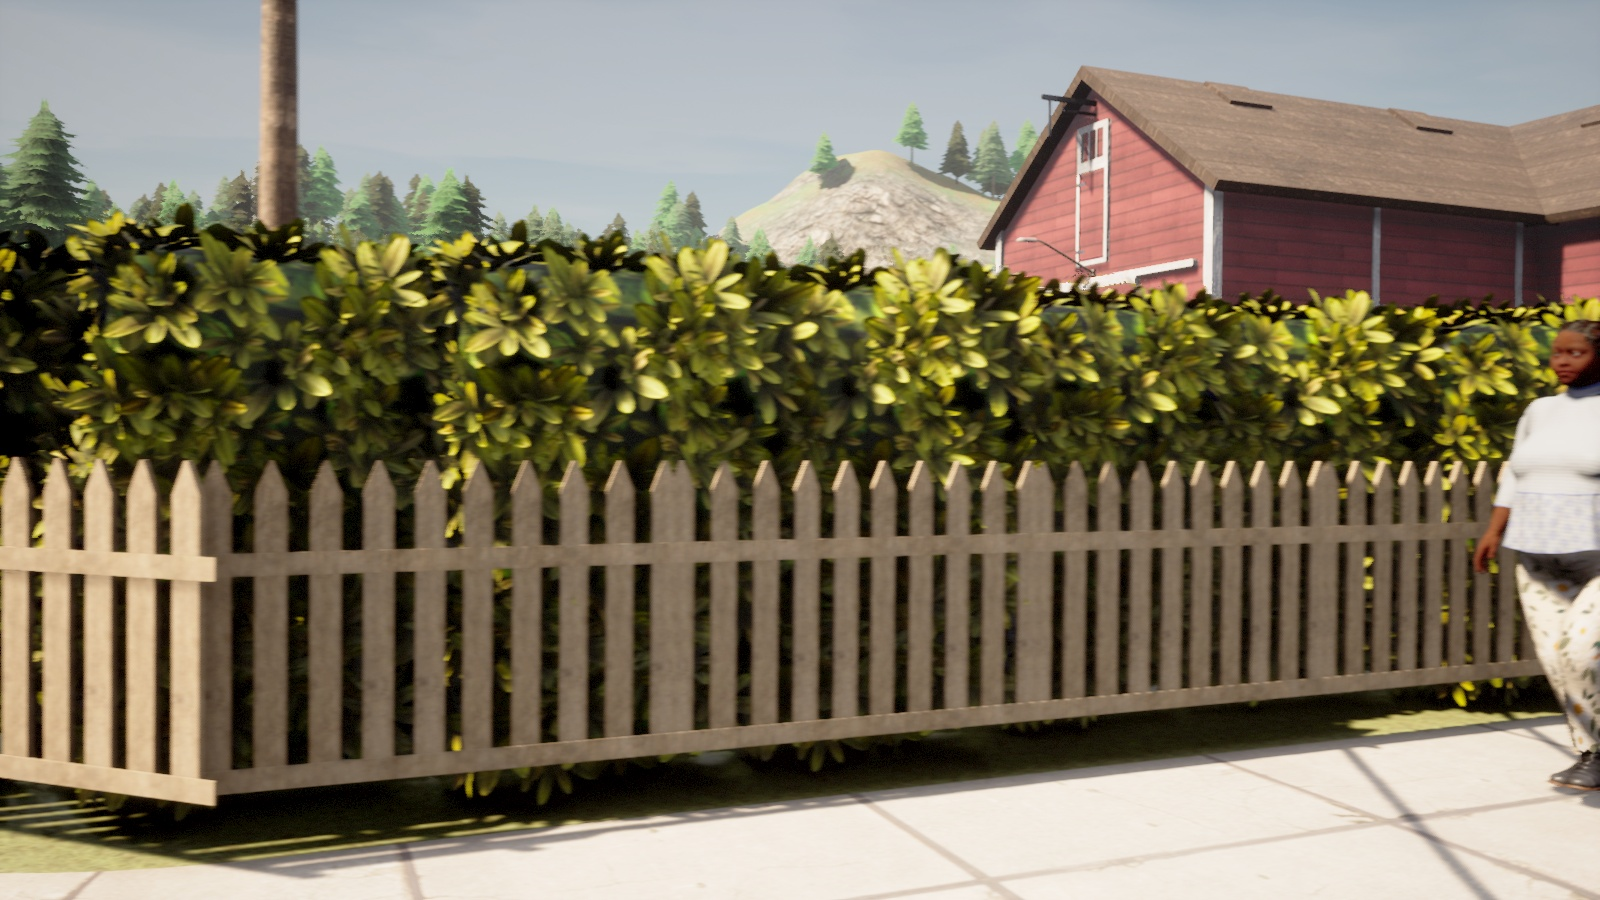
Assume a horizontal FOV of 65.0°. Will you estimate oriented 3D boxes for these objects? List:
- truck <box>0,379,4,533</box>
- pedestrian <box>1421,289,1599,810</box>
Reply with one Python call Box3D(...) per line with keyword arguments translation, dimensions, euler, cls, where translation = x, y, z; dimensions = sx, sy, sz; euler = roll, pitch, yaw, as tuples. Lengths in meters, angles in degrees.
Box3D(translation=(-13.289, 0.074, 16.391), dimensions=(2.627, 2.467, 5.204), euler=(-1, 1, -3), cls="truck")
Box3D(translation=(3.138, 0.346, 4.924), dimensions=(0.900, 1.855, 0.874), euler=(-1, 1, -22), cls="pedestrian")
